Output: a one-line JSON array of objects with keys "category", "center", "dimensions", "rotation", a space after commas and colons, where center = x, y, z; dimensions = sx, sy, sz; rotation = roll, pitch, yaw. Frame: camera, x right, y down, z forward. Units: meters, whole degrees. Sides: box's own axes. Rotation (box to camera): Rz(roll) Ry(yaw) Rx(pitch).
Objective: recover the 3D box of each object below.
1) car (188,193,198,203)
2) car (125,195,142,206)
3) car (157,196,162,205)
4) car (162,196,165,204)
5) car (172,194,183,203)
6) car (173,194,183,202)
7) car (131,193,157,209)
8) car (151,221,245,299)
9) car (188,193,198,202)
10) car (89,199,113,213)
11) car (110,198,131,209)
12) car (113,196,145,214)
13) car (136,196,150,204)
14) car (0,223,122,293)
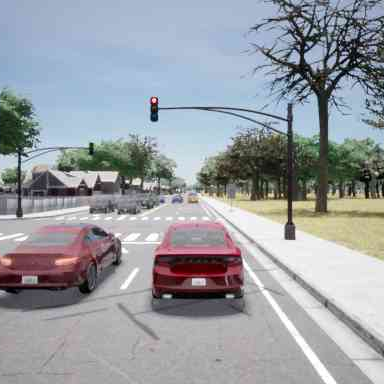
[{"category": "car", "center": [0.256, 1.452, 65.923], "dimensions": [1.882, 1.535, 5.008], "rotation": [0, 0, 0]}, {"category": "car", "center": [-9.707, 1.336, 55.388], "dimensions": [2.097, 1.767, 4.553], "rotation": [0, 0, 0]}, {"category": "car", "center": [-6.459, 1.489, 54.738], "dimensions": [1.837, 1.490, 4.892], "rotation": [0, 0, 0]}, {"category": "car", "center": [-6.383, 1.453, 65.168], "dimensions": [1.882, 1.535, 5.008], "rotation": [0, 0, 1]}, {"category": "car", "center": [-2.989, 1.500, 66.330], "dimensions": [1.812, 1.442, 4.674], "rotation": [0, 0, 0]}, {"category": "car", "center": [-3.067, 1.321, 76.296], "dimensions": [2.097, 1.767, 4.553], "rotation": [0, 0, 0]}, {"category": "car", "center": [-6.487, 1.213, 44.709], "dimensions": [2.150, 2.045, 5.566], "rotation": [0, 0, 1]}, {"category": "car", "center": [0.118, 1.477, 8.495], "dimensions": [1.882, 1.535, 5.008], "rotation": [0, 0, 0]}, {"category": "car", "center": [0.183, 1.191, 76.324], "dimensions": [2.150, 2.045, 5.566], "rotation": [0, 0, 0]}, {"category": "car", "center": [-9.759, 1.499, 36.369], "dimensions": [1.837, 1.490, 4.892], "rotation": [0, 0, 0]}, {"category": "car", "center": [-9.736, 1.517, 45.502], "dimensions": [1.812, 1.442, 4.674], "rotation": [0, 0, 1]}, {"category": "car", "center": [-6.513, 1.499, 34.858], "dimensions": [1.837, 1.490, 4.892], "rotation": [0, 0, 0]}, {"category": "car", "center": [-9.620, 1.522, 66.007], "dimensions": [2.033, 1.411, 5.357], "rotation": [0, 0, 0]}, {"category": "car", "center": [-3.129, 1.525, 8.706], "dimensions": [1.812, 1.442, 4.674], "rotation": [0, 0, 0]}]
